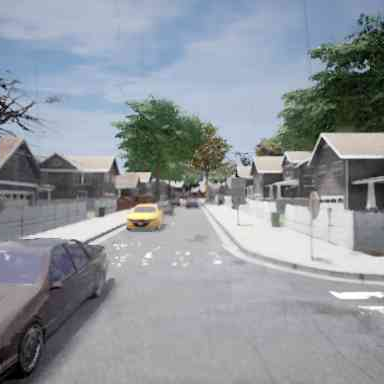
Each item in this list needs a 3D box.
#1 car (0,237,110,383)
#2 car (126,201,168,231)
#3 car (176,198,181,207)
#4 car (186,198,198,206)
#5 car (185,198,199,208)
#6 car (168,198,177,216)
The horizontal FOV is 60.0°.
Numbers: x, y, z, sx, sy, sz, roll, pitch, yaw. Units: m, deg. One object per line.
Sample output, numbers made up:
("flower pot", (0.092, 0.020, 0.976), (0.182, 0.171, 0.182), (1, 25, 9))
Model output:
("car", (-2.856, 1.558, 5.745), (2.033, 1.411, 5.357), (0, 0, 0))
("car", (-2.843, 1.500, 20.938), (1.882, 1.535, 5.008), (0, 0, 0))
("car", (-2.741, 1.619, 52.934), (2.033, 1.411, 5.357), (0, 0, 0))
("car", (0.016, 1.684, 58.477), (1.895, 1.301, 4.718), (0, 0, 0))
("car", (0.013, 1.611, 48.023), (2.033, 1.411, 5.357), (0, 0, 0))
("car", (-2.836, 1.600, 32.929), (1.994, 1.385, 4.181), (0, 0, 0))
